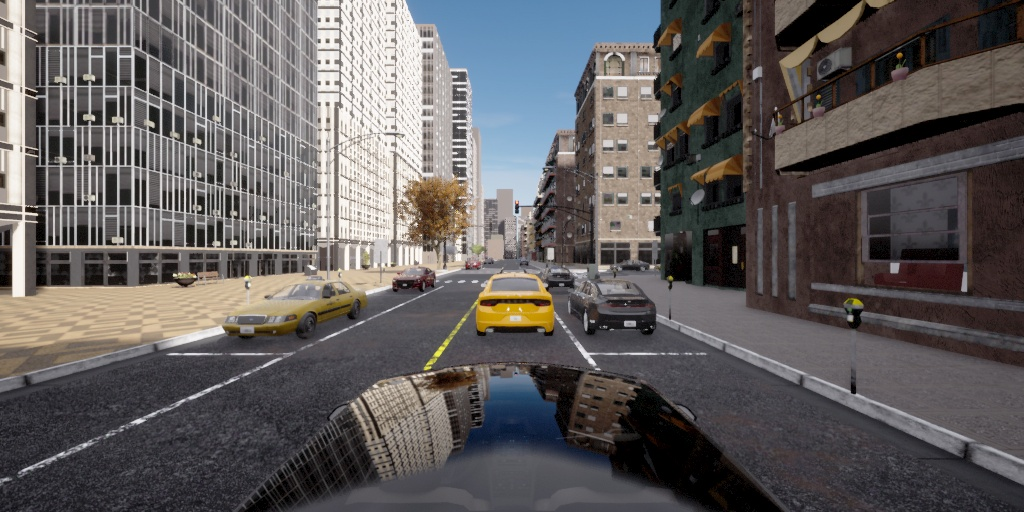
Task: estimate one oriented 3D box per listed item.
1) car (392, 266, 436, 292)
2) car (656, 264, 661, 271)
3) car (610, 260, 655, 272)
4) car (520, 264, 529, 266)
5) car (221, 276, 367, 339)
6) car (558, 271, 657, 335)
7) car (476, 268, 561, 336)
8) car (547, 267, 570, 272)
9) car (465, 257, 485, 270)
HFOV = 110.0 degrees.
[{"bbox_3d":[-5.726,1.300,21.367,1.888,1.381,4.507,0,0,0],"label":"car"},{"bbox_3d":[18.763,1.006,40.881,4.829,1.417,1.751,0,0,-1],"label":"car"},{"bbox_3d":[13.366,1.109,40.817,4.403,1.370,2.007,0,0,-1],"label":"car"},{"bbox_3d":[0.066,1.355,20.689,1.895,1.301,4.718,0,0,0],"label":"car"},{"bbox_3d":[-5.706,1.276,10.132,1.751,1.417,4.829,0,0,0],"label":"car"},{"bbox_3d":[2.674,1.301,10.316,2.007,1.370,4.403,0,0,0],"label":"car"},{"bbox_3d":[0.073,1.228,10.410,1.882,1.535,5.008,0,0,0],"label":"car"},{"bbox_3d":[2.654,1.305,21.382,2.007,1.370,4.403,0,0,0],"label":"car"},{"bbox_3d":[-5.784,1.099,53.755,2.192,1.841,5.009,0,0,0],"label":"car"}]
